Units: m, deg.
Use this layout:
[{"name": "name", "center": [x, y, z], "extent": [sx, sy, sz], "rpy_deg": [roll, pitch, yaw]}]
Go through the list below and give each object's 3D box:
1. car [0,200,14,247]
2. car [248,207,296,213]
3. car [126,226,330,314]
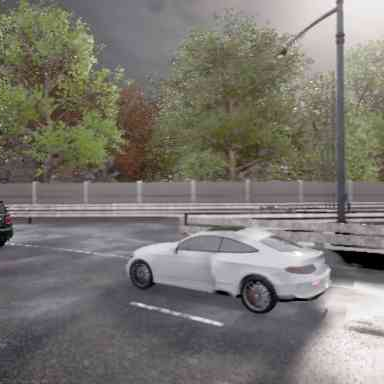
[{"name": "car", "center": [-9.752, 1.274, 13.562], "extent": [5.566, 2.045, 2.150], "rpy_deg": [0, 0, 27]}, {"name": "car", "center": [4.017, 1.528, 17.481], "extent": [5.357, 1.411, 2.033], "rpy_deg": [-1, 0, -10]}, {"name": "car", "center": [0.598, 1.519, 7.517], "extent": [4.674, 1.442, 1.812], "rpy_deg": [-1, 0, 34]}]
